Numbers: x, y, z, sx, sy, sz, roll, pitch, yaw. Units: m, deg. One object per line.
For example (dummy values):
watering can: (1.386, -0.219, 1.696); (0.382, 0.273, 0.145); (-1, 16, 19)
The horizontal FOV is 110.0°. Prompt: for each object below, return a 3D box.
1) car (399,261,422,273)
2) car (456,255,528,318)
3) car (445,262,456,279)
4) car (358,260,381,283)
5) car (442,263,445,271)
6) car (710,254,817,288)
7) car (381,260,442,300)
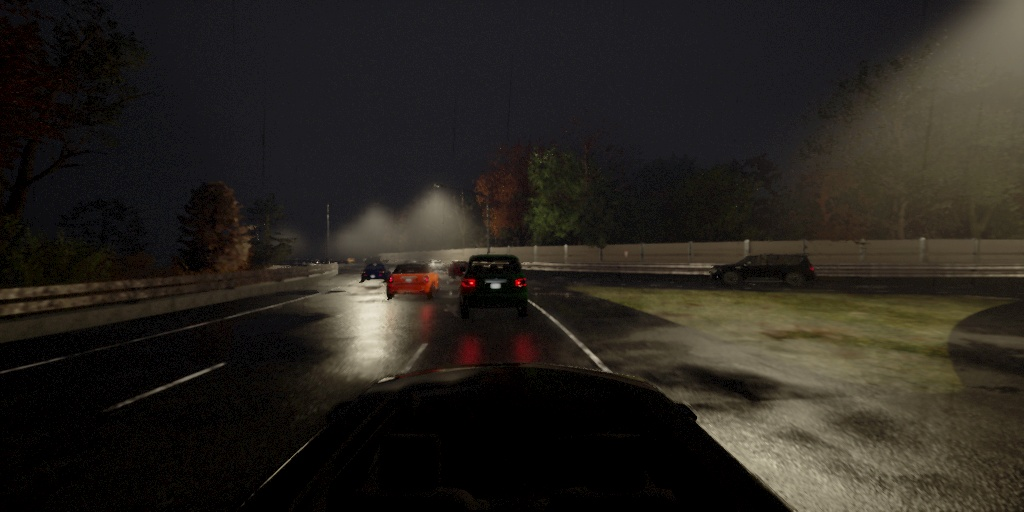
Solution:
car: (-12.758, 1.322, 45.012); (2.033, 1.411, 5.357); (0, 0, -24)
car: (-0.752, 0.969, 13.241); (2.150, 2.045, 5.566); (0, 0, -6)
car: (-4.635, 1.230, 32.415); (1.882, 1.535, 5.008); (0, 0, -16)
car: (-10.649, 1.301, 28.136); (1.812, 1.442, 4.674); (0, 0, -15)
car: (-10.109, 1.291, 47.480); (1.812, 1.442, 4.674); (0, 0, -24)
car: (15.825, 0.907, 22.892); (5.566, 2.045, 2.150); (0, 0, 22)
car: (-4.904, 1.112, 18.240); (2.097, 1.767, 4.553); (0, 0, -7)
